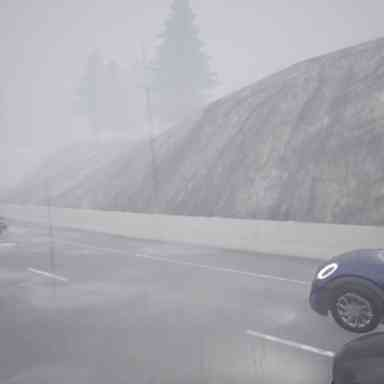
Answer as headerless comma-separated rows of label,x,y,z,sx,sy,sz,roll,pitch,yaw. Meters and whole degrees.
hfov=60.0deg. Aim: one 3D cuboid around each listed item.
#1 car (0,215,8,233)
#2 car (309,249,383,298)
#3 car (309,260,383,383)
car,-12.135,1.591,18.730,5.357,1.411,2.033,0,0,43
car,4.322,1.370,5.301,4.553,1.767,2.097,0,0,35
car,3.224,1.533,1.758,4.674,1.442,1.812,0,0,35
